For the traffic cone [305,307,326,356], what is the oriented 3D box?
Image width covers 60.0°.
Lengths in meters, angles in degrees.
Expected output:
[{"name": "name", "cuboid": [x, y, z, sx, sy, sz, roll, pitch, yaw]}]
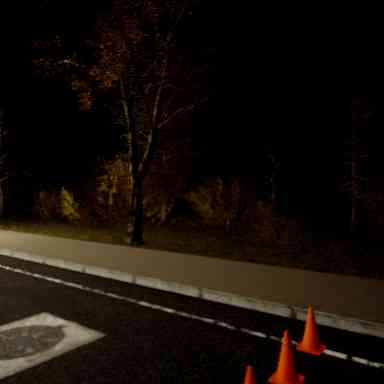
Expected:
[{"name": "traffic cone", "cuboid": [1.717, 1.961, 4.805, 0.340, 0.580, 0.340, 0, 0, 36]}]

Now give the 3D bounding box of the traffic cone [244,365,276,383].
[{"name": "traffic cone", "cuboid": [0.554, 1.960, 3.178, 0.340, 0.580, 0.340, 0, 0, 36]}]

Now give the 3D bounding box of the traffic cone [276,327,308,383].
[{"name": "traffic cone", "cuboid": [1.135, 1.961, 3.991, 0.340, 0.580, 0.340, 0, 0, 36]}]
